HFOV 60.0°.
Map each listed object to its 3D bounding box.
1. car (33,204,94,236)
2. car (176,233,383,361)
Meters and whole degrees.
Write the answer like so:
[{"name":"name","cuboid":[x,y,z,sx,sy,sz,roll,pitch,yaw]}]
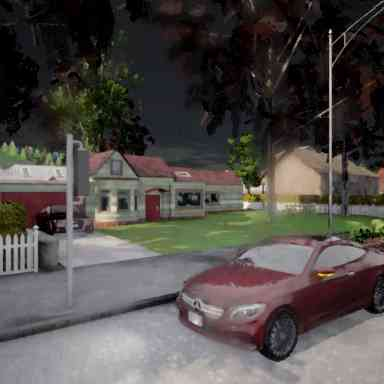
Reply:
[{"name":"car","cuboid":[-6.299,1.300,16.141,1.994,1.381,4.181,0,0,-37]},{"name":"car","cuboid":[1.917,1.525,6.067,4.674,1.442,1.812,0,0,-37]}]
